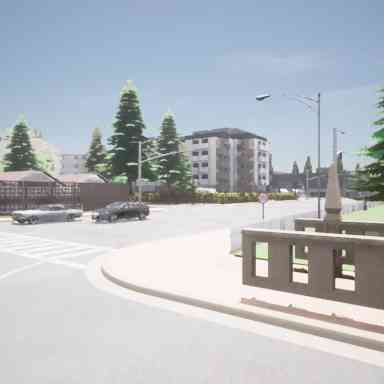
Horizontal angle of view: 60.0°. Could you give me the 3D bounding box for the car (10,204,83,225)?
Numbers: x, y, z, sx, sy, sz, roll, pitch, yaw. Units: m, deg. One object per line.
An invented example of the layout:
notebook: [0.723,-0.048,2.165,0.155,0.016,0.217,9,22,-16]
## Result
car: [-10.555,1.592,24.391,1.895,1.301,4.718,0,0,38]

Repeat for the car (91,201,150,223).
car: [-5.356,1.482,25.397,2.128,1.511,4.902,0,0,38]
